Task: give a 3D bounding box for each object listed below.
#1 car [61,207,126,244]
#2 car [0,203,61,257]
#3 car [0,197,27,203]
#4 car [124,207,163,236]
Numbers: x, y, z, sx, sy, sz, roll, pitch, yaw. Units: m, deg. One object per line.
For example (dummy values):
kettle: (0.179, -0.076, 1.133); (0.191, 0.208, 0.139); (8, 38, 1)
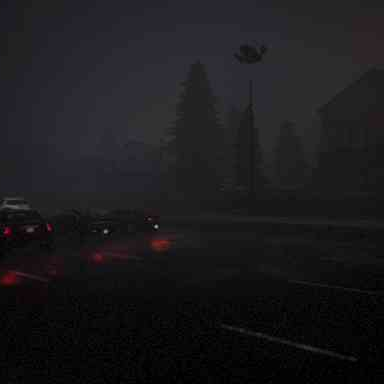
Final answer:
car: (-5.941, 1.625, 16.704); (4.902, 1.511, 2.128); (-1, 0, 36)
car: (-7.806, 1.480, 13.734); (4.553, 1.767, 2.097); (-1, -1, 36)
car: (-15.904, 1.484, 28.100); (5.566, 2.045, 2.150); (0, 0, 36)
car: (-3.914, 1.640, 19.557); (4.892, 1.490, 1.837); (0, 0, 36)
